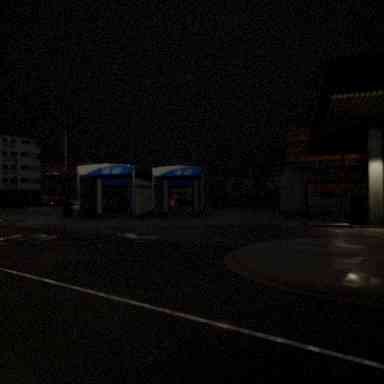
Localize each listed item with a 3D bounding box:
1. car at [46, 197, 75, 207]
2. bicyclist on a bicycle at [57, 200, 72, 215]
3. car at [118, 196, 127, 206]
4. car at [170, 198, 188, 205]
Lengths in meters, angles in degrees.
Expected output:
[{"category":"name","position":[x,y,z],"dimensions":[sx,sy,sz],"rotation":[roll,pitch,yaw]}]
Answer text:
[{"category":"car","position":[-25.096,1.960,62.563],"dimensions":[2.097,1.767,4.553],"rotation":[-1,0,32]},{"category":"bicyclist on a bicycle","position":[-13.390,1.634,34.980],"dimensions":[1.656,1.620,0.582],"rotation":[-1,0,1]},{"category":"car","position":[-12.963,1.718,61.721],"dimensions":[2.150,2.045,5.566],"rotation":[-1,0,35]},{"category":"car","position":[-2.912,1.937,69.797],"dimensions":[1.882,1.535,5.008],"rotation":[-1,0,39]}]
